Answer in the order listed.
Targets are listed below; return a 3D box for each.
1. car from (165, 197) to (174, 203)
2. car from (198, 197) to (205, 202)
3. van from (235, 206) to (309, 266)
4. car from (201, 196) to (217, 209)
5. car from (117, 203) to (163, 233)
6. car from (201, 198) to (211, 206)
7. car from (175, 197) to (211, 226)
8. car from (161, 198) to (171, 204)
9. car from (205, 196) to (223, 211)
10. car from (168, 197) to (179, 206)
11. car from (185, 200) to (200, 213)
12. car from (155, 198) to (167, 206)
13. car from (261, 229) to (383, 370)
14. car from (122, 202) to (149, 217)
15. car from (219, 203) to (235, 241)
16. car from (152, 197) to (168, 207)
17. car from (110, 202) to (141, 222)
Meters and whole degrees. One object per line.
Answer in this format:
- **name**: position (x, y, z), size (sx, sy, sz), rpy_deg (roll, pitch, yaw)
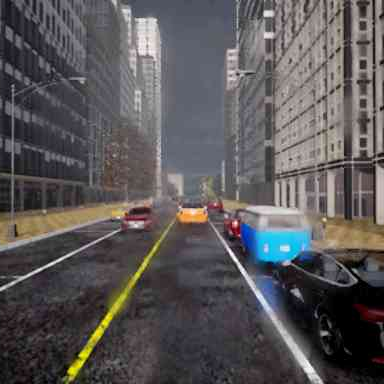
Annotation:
- **car**: position (-5.804, 1.982, 85.461), size (2.008, 1.369, 4.403), rpy_deg (0, 0, 0)
- **car**: position (2.569, 2.021, 91.152), size (1.947, 1.339, 4.313), rpy_deg (0, 0, 0)
- **van**: position (2.678, 1.408, 11.465), size (1.690, 1.788, 3.998), rpy_deg (0, 0, 0)
- **car**: position (2.624, 1.590, 51.309), size (2.192, 1.841, 5.009), rpy_deg (0, 0, 0)
- **car**: position (-3.119, 1.645, 20.800), size (1.812, 1.442, 4.674), rpy_deg (0, 0, 0)
- **car**: position (2.608, 1.856, 62.861), size (1.752, 1.417, 4.829), rpy_deg (0, 0, 0)
- **car**: position (0.066, 1.493, 24.931), size (2.097, 1.767, 4.553), rpy_deg (0, 0, 0)
- **car**: position (-5.788, 1.963, 74.075), size (1.802, 1.307, 4.206), rpy_deg (0, 0, 0)
- **car**: position (2.640, 1.534, 39.924), size (2.192, 1.841, 5.009), rpy_deg (0, 0, 0)
- **car**: position (-3.124, 1.682, 62.747), size (2.097, 1.767, 4.553), rpy_deg (0, 0, 0)
- **car**: position (0.032, 1.756, 42.159), size (1.812, 1.442, 4.674), rpy_deg (0, 0, 0)
- **car**: position (-5.773, 1.896, 62.692), size (1.947, 1.339, 4.313), rpy_deg (0, 0, 0)
- **car**: position (2.685, 1.601, 5.769), size (1.947, 1.339, 4.313), rpy_deg (0, 0, 0)
- **car**: position (-5.734, 1.740, 34.231), size (2.008, 1.369, 4.403), rpy_deg (0, 0, 0)
- **car**: position (2.670, 1.539, 17.155), size (1.967, 1.590, 4.097), rpy_deg (0, 0, 0)
- **car**: position (-5.765, 1.854, 57.000), size (2.008, 1.369, 4.403), rpy_deg (0, 0, 0)
- **car**: position (-5.726, 1.685, 28.368), size (1.752, 1.417, 4.829), rpy_deg (0, 0, 0)
